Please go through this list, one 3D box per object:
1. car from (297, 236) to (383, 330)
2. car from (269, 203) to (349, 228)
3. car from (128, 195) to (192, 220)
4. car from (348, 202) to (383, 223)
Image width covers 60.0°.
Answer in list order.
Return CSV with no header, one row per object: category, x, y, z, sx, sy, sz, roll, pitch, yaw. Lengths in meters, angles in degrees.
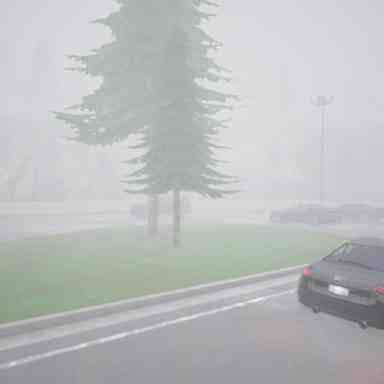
car,3.995,1.585,6.616,4.181,1.385,1.994,0,0,-37
car,7.567,1.553,22.683,2.128,1.511,4.902,1,-1,-40
car,-2.747,1.264,28.874,5.566,2.045,2.150,0,-1,-12
car,12.977,1.590,26.998,1.837,1.490,4.892,2,-1,-39
